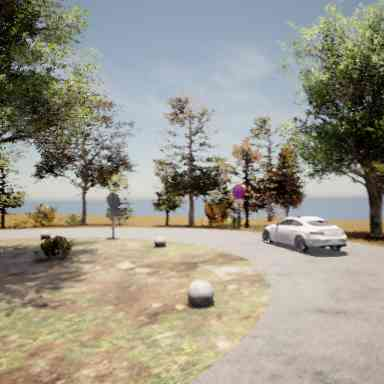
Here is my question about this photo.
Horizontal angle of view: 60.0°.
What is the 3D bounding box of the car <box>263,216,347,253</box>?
[{"bbox_3d":[4.975,1.827,15.238,1.812,1.442,4.674,0,-2,-16],"label":"car"}]
